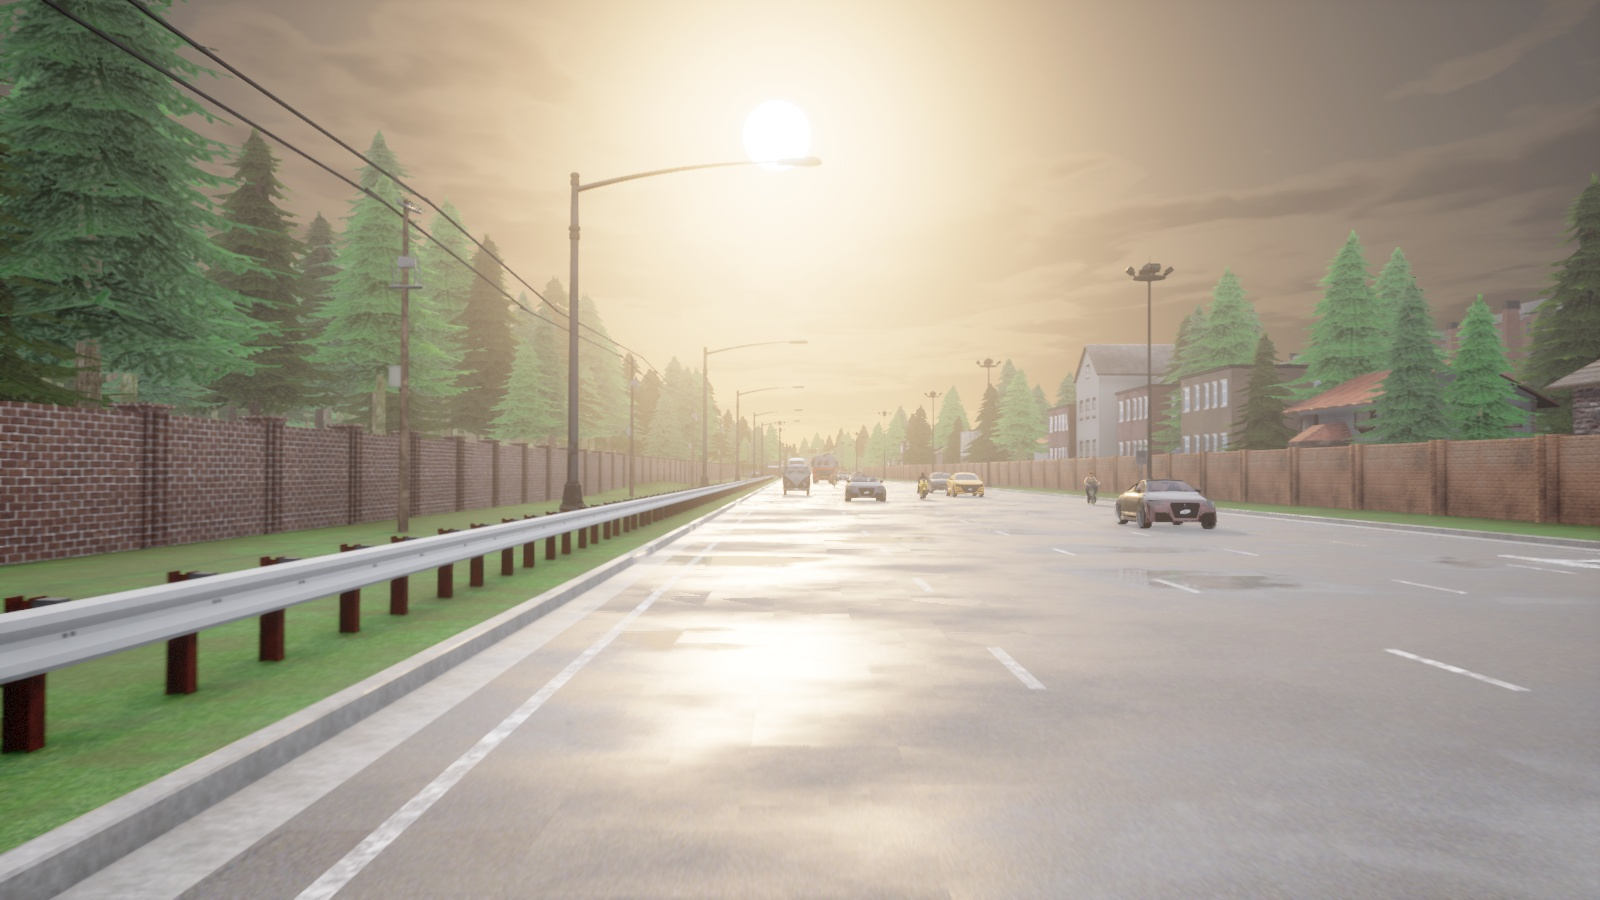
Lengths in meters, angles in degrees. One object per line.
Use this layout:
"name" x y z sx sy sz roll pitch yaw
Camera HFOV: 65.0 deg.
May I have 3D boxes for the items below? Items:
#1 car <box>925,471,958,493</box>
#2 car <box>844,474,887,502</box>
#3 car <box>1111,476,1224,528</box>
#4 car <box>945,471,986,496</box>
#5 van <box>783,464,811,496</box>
"car" 10.274 2.308 91.394 1.837 1.490 4.892 0 -1 0
"car" 3.340 1.949 64.752 1.994 1.385 4.181 0 -1 0
"car" 10.411 1.438 35.893 1.994 1.385 4.181 0 -1 0
"car" 10.306 2.063 78.396 1.882 1.535 5.008 0 -1 0
"van" -0.200 1.916 80.510 1.775 1.987 4.442 0 -1 0
